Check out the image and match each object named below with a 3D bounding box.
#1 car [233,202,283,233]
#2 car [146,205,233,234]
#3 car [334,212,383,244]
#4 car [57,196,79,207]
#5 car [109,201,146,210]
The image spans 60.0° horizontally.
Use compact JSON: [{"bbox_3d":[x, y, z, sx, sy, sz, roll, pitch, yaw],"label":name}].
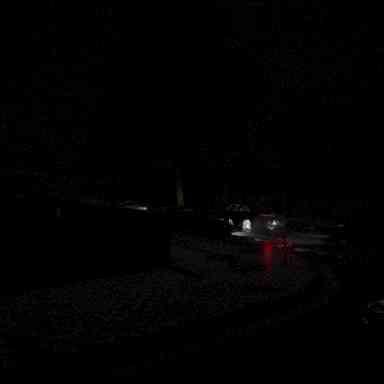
[{"bbox_3d":[2.989,1.339,18.715,2.128,1.511,4.902,-1,1,-27],"label":"car"},{"bbox_3d":[-0.079,1.439,18.209,4.181,1.385,1.994,0,1,11],"label":"car"},{"bbox_3d":[8.357,1.424,13.611,4.674,1.442,1.812,1,1,30],"label":"car"},{"bbox_3d":[-16.166,1.222,43.128,2.033,1.411,5.357,-1,1,-33],"label":"car"},{"bbox_3d":[-5.470,1.398,27.525,1.895,1.301,4.718,-1,1,-35],"label":"car"}]
